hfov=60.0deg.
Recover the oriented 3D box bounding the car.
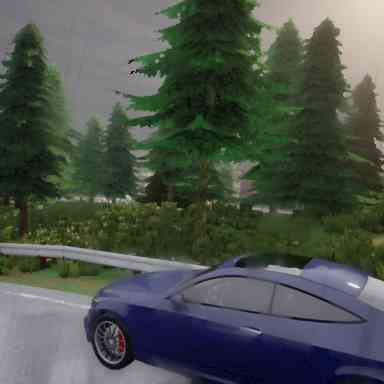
[{"bbox_3d":[0.770,1.499,4.089,4.674,1.442,1.812,1,1,31],"label":"car"}]
